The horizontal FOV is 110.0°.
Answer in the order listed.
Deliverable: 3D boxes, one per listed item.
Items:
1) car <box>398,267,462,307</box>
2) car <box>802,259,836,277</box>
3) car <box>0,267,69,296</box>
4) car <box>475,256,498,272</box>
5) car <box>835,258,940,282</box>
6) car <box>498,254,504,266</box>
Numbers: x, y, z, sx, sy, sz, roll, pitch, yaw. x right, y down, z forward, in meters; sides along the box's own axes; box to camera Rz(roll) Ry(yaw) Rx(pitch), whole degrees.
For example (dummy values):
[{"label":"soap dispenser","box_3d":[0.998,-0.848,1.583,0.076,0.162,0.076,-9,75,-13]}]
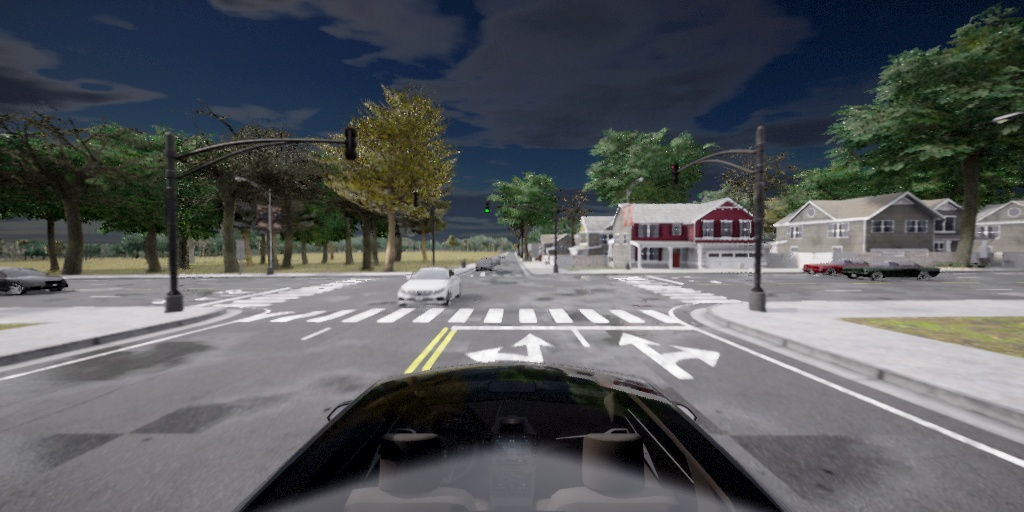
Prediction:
[{"label":"car","box_3d":[-3.205,1.184,14.802,1.812,1.442,4.674,0,0,1]},{"label":"car","box_3d":[24.363,0.842,26.506,4.718,1.301,1.895,0,2,1]},{"label":"car","box_3d":[-28.235,1.401,20.259,4.892,1.490,1.837,0,2,1]},{"label":"car","box_3d":[-2.877,0.992,38.866,1.837,1.490,4.892,0,2,0]},{"label":"car","box_3d":[24.377,0.933,23.258,4.718,1.301,1.895,0,2,1]},{"label":"car","box_3d":[-2.813,0.780,57.764,2.128,1.511,4.902,0,1,0]}]
